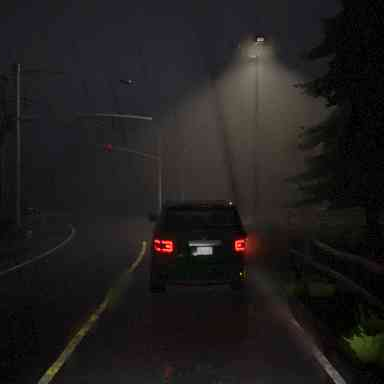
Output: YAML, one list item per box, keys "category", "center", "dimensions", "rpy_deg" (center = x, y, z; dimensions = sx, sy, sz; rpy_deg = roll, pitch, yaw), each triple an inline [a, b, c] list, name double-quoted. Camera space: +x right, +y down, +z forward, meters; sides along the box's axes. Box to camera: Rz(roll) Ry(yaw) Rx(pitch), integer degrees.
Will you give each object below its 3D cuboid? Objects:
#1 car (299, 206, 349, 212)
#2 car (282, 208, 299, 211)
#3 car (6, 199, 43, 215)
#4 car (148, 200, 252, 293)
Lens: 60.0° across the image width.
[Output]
- category: "car"
  center: [11.220, 1.591, 26.666]
  dimensions: [4.181, 1.385, 1.994]
  rpy_deg: [0, 0, -1]
- category: "car"
  center: [10.701, 1.628, 30.144]
  dimensions: [4.718, 1.301, 1.895]
  rpy_deg: [0, 0, 0]
- category: "car"
  center: [-17.202, 1.505, 33.802]
  dimensions: [4.892, 1.490, 1.837]
  rpy_deg: [0, 0, 30]
- category: "car"
  center: [0.008, 1.221, 9.065]
  dimensions: [2.150, 2.045, 5.566]
  rpy_deg: [0, 0, -5]
